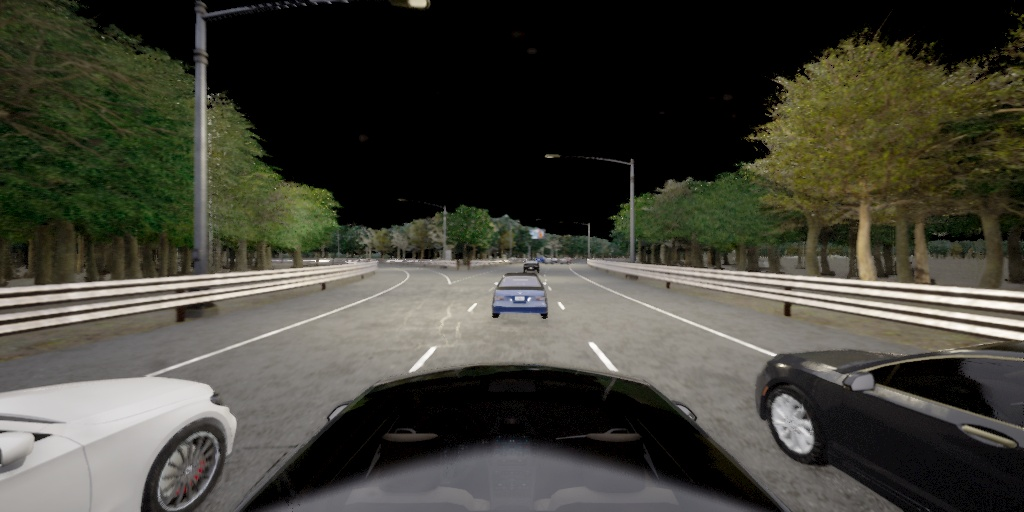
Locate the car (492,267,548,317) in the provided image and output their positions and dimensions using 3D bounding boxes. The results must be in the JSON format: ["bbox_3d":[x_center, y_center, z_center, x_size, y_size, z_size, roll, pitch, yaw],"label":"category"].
[{"bbox_3d":[0.304,1.299,13.067,2.033,1.411,5.357,0,0,2],"label":"car"}]

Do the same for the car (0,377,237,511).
[{"bbox_3d":[-3.367,1.272,1.218,1.812,1.442,4.674,0,0,0],"label":"car"}]

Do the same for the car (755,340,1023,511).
[{"bbox_3d":[3.636,1.259,2.039,1.837,1.490,4.892,0,0,0],"label":"car"}]

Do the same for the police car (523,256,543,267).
[{"bbox_3d":[2.473,1.186,44.161,1.930,1.638,5.238,0,0,6],"label":"police car"}]
